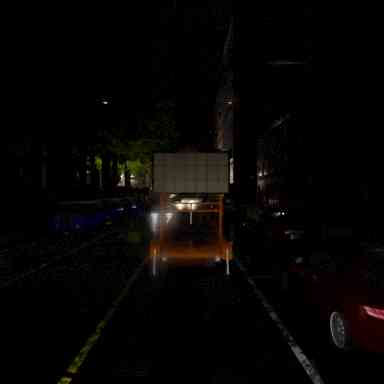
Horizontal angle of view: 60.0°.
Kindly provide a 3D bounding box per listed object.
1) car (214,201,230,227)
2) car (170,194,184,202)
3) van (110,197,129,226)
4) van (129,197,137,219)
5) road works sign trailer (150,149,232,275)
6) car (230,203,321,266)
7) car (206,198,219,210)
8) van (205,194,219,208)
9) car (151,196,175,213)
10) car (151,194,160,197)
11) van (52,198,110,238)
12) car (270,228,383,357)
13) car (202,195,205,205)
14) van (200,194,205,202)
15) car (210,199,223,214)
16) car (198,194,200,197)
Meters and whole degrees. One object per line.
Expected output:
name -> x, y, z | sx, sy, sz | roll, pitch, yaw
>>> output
car -> 2.790, 1.532, 22.809 | 1.887, 1.381, 4.507 | 0, 0, 0
car -> -3.204, 1.458, 68.845 | 2.033, 1.411, 5.357 | 0, 0, 0
van -> -5.736, 1.329, 22.758 | 1.690, 1.788, 3.998 | 0, 0, 0
van -> -5.753, 1.323, 28.416 | 1.690, 1.788, 3.998 | 0, 0, 0
road works sign trailer -> -0.029, 0.461, 10.433 | 2.380, 3.560, 2.880 | 0, 0, 0
car -> 2.822, 1.311, 11.488 | 2.192, 1.841, 5.009 | 0, 0, 0
car -> 2.756, 1.556, 34.130 | 1.802, 1.307, 4.206 | 0, 0, 0
van -> 2.738, 1.308, 39.790 | 1.690, 1.788, 3.998 | 0, 0, 0
car -> -3.207, 1.497, 36.614 | 1.812, 1.442, 4.674 | 0, 0, 0
car -> -5.836, 1.252, 56.705 | 2.192, 1.841, 5.009 | 0, 0, 0
van -> -5.719, 1.334, 17.100 | 1.690, 1.788, 3.998 | 0, 0, 0
car -> 2.840, 1.581, 5.827 | 1.802, 1.307, 4.206 | 0, 0, 0
car -> 2.722, 1.502, 45.451 | 1.887, 1.381, 4.507 | 0, 0, 0
van -> 2.688, 1.278, 56.771 | 1.690, 1.788, 3.998 | 0, 0, 0
car -> 2.773, 1.564, 28.469 | 1.802, 1.307, 4.206 | 0, 0, 0
car -> 2.672, 1.491, 62.432 | 1.947, 1.339, 4.313 | 0, 0, 0
